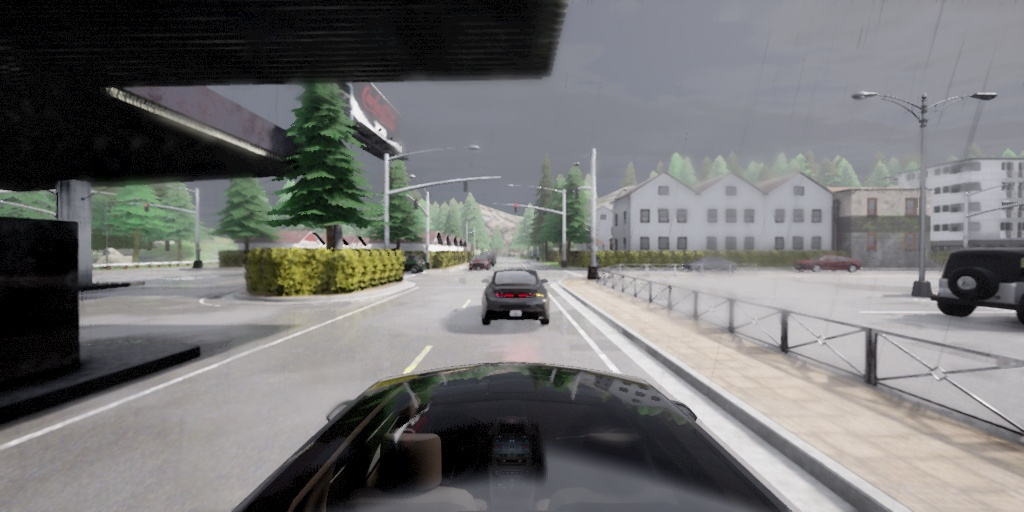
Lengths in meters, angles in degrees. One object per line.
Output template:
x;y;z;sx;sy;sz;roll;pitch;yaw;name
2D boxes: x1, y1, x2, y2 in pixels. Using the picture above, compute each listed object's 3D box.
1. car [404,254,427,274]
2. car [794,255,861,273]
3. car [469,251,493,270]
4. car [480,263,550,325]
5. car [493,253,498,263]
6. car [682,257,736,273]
-9.922;0.602;31.654;4.553;1.767;2.097;3;1;0;car
27.891;0.664;31.778;5.008;1.535;1.882;0;1;0;car
-3.501;0.633;39.512;2.097;1.767;4.553;0;1;0;car
0.097;1.137;11.237;1.837;1.490;4.892;0;1;0;car
-3.501;0.376;49.749;2.150;2.045;5.566;0;1;0;car
17.427;0.750;31.745;4.181;1.385;1.994;0;1;0;car
